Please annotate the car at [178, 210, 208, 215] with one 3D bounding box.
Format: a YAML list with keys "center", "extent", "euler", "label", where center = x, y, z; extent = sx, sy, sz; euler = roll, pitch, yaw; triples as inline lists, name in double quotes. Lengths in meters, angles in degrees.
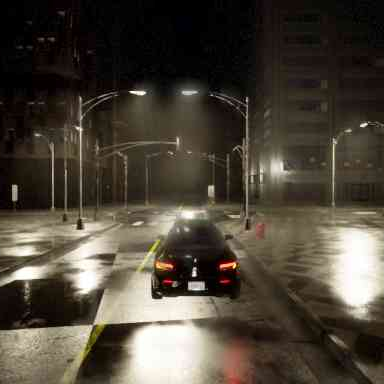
- center: [0.059, 1.594, 17.307]
  extent: [1.895, 1.301, 4.718]
  euler: [0, 0, 0]
  label: "car"

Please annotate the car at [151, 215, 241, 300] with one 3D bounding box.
- center: [0.077, 1.523, 8.282]
  extent: [1.812, 1.442, 4.674]
  euler: [0, 0, 0]
  label: "car"
